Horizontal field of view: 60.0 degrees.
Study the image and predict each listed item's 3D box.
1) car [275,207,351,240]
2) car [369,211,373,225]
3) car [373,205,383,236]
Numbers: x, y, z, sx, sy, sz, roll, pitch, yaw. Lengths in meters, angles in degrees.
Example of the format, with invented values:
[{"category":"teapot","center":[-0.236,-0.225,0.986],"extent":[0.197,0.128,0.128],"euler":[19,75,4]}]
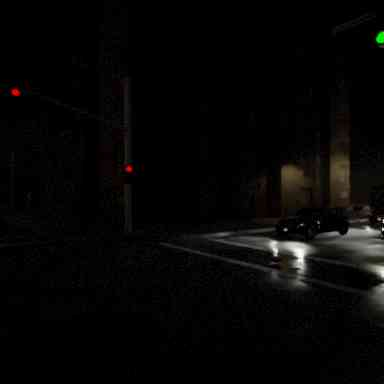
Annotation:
[{"category":"car","center":[6.312,1.497,17.065],"extent":[4.674,1.442,1.812],"euler":[0,0,-36]},{"category":"car","center":[13.852,1.445,22.456],"extent":[4.902,1.511,2.128],"euler":[0,0,-35]},{"category":"car","center":[11.188,1.317,16.265],"extent":[4.553,1.767,2.097],"euler":[0,0,-35]}]
